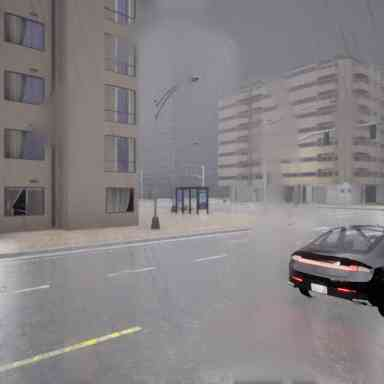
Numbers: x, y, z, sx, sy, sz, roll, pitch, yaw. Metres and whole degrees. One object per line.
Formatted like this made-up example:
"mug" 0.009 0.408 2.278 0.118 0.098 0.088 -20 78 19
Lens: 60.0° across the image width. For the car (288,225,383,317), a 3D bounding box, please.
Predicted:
"car" 4.130 1.492 7.394 4.902 1.511 2.128 0 0 -39
